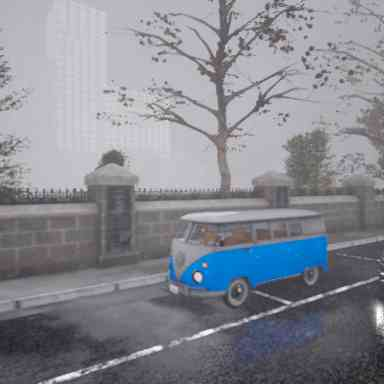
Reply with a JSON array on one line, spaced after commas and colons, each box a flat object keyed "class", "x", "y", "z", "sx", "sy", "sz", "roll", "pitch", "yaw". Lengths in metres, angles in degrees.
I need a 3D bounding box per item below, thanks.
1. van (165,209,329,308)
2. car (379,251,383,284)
[{"class": "van", "x": 1.367, "y": 1.305, "z": 7.534, "sx": 3.998, "sy": 1.788, "sz": 1.690, "roll": 0, "pitch": 0, "yaw": -35}, {"class": "car", "x": 6.303, "y": 1.427, "z": 7.869, "sx": 4.902, "sy": 1.511, "sz": 2.128, "roll": 0, "pitch": 0, "yaw": -35}]
